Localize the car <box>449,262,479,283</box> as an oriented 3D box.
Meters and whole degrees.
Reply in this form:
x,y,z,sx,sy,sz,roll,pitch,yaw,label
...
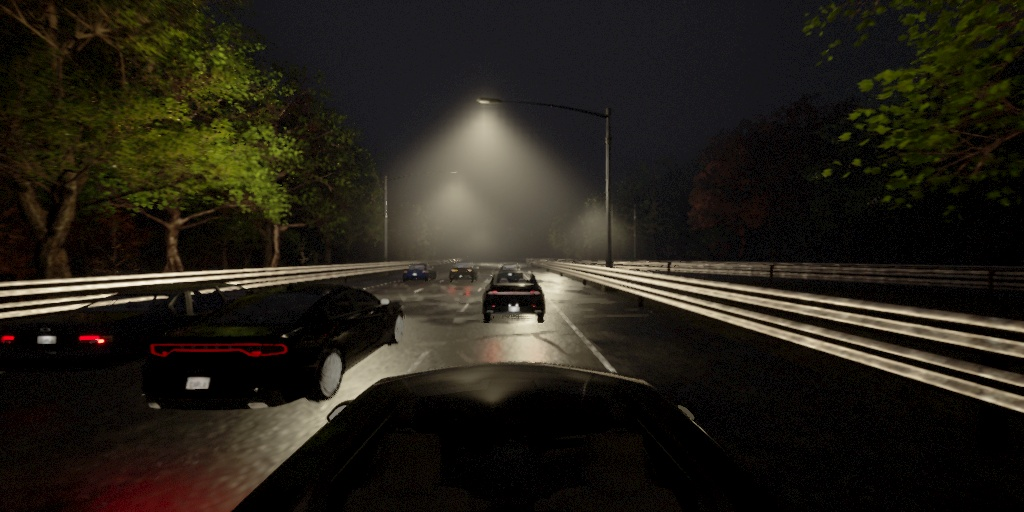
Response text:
x,y,z,sx,sy,sz,roll,pitch,yaw,label
-3.654,1.221,27.721,2.128,1.511,4.902,0,0,-1,car

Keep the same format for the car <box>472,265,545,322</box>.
x,y,z,sx,sy,sz,roll,pitch,yaw,label
0.043,1.228,12.191,2.128,1.511,4.902,0,0,0,car

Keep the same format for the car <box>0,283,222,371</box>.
x,y,z,sx,sy,sz,roll,pitch,yaw,label
-6.927,1.291,7.842,2.033,1.411,5.357,0,0,0,car

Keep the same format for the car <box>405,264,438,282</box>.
x,y,z,sx,sy,sz,roll,pitch,yaw,label
-7.165,1.295,28.289,1.994,1.385,4.181,0,0,-1,car

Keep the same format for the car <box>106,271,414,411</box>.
x,y,z,sx,sy,sz,roll,pitch,yaw,label
-3.433,1.222,6.388,1.882,1.535,5.008,0,0,0,car
